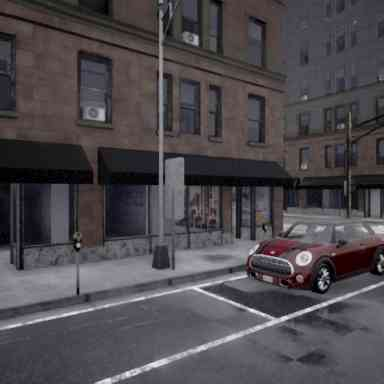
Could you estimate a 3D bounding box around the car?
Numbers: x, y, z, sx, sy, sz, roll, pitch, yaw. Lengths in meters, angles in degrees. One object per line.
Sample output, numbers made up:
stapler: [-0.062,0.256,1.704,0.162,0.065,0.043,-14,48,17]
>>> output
car: [3.312,1.439,8.722,4.097,1.590,1.967,0,0,-37]
